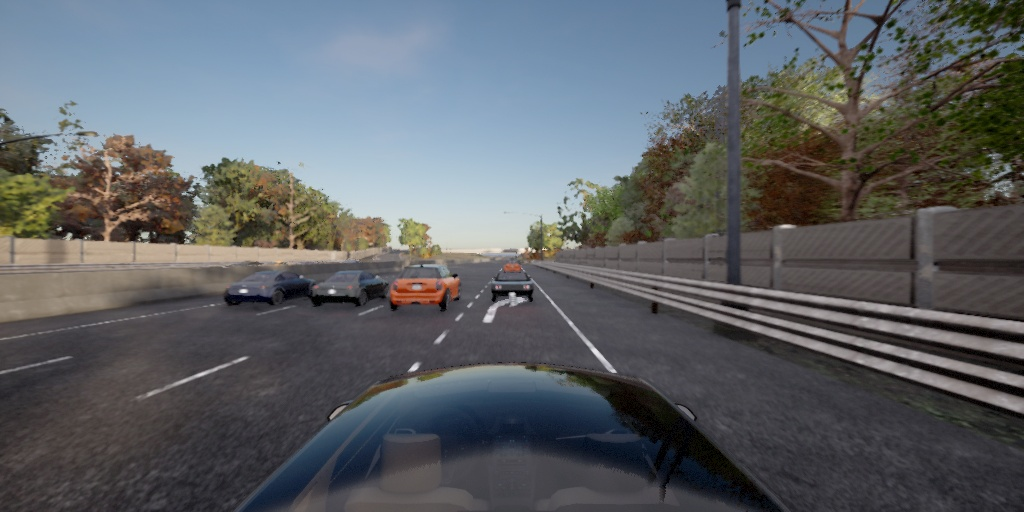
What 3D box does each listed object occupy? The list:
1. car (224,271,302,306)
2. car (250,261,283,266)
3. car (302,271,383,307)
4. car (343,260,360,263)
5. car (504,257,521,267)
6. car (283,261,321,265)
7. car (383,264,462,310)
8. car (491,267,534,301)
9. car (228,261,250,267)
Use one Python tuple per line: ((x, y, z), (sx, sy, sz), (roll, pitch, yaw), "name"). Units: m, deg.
((-10.382, 1.334, 15.884), (1.994, 1.385, 4.181), (0, 0, 0), "car")
((-28.014, 1.315, 42.591), (1.882, 1.535, 5.008), (0, 0, 1), "car")
((-6.882, 1.338, 15.720), (1.994, 1.385, 4.181), (0, 0, 0), "car")
((-21.007, 1.338, 46.617), (1.882, 1.535, 5.008), (0, 0, 1), "car")
((0.043, 1.224, 44.270), (2.097, 1.767, 4.553), (0, 0, 0), "car")
((-24.516, 1.333, 42.909), (2.128, 1.511, 4.902), (0, 0, 1), "car")
((-3.387, 1.127, 14.882), (2.097, 1.767, 4.553), (0, 0, 0), "car")
((0.018, 1.386, 17.725), (1.895, 1.301, 4.718), (0, 0, 0), "car")
((-31.510, 1.337, 42.668), (1.837, 1.490, 4.892), (0, 0, 1), "car")
